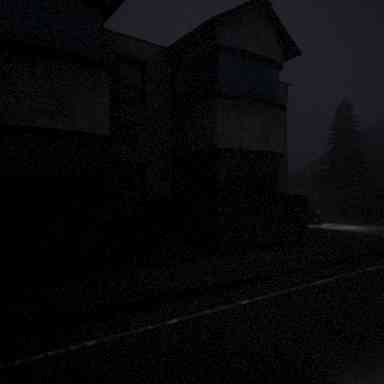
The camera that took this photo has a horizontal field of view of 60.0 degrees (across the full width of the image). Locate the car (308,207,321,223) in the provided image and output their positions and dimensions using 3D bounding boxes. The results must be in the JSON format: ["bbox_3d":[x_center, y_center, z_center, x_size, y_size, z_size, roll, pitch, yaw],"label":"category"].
[{"bbox_3d":[7.254,1.357,24.829,2.097,1.767,4.553,0,0,-35],"label":"car"}]
